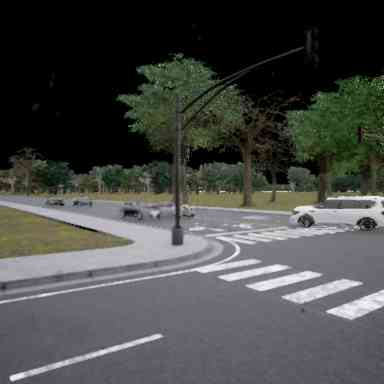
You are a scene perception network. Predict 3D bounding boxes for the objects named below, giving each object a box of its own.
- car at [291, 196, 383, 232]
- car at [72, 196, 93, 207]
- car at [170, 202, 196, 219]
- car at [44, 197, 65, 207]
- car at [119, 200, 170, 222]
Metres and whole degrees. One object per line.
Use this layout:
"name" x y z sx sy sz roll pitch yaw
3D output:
"car" 8.947 1.277 20.123 5.566 2.045 2.150 0 4 32
"car" -15.689 1.356 47.701 1.837 1.490 4.892 0 0 -36
"car" -1.721 1.520 28.445 1.895 1.301 4.718 0 0 -36
"car" -19.845 1.395 47.931 2.033 1.411 5.357 0 0 -36
"car" -4.108 1.416 26.199 2.128 1.511 4.902 0 0 -36
